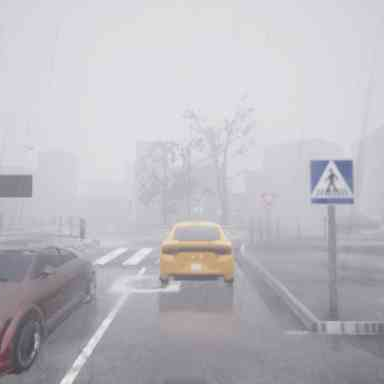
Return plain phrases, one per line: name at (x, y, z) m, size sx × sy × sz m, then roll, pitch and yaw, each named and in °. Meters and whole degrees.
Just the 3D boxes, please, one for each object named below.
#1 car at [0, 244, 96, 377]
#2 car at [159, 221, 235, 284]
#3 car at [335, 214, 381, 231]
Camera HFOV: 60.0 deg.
car at (-3.058, 1.609, 5.526) m, size 1.994 × 1.385 × 4.181 m, roll 0°, pitch -1°, yaw 0°
car at (0.172, 1.622, 10.063) m, size 1.882 × 1.535 × 5.008 m, roll 0°, pitch -2°, yaw 2°
car at (13.928, 2.576, 28.240) m, size 4.181 × 1.385 × 1.994 m, roll 1°, pitch -4°, yaw -25°
